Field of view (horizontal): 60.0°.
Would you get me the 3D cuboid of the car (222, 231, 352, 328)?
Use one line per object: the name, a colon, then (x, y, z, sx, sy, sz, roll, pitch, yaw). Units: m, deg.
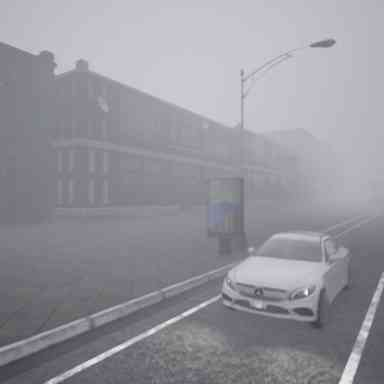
car: (2.408, 1.671, 7.580, 1.812, 1.442, 4.674, -1, -1, 34)
